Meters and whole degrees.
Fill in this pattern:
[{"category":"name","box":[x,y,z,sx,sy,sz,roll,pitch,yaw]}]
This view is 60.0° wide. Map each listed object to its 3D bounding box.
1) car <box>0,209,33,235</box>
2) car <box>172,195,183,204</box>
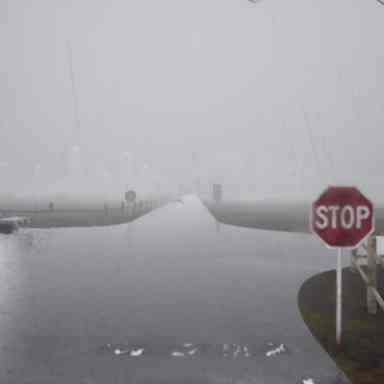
[{"category":"car","box":[-10.209,1.428,15.570,4.718,1.301,1.895,1,1,-1]},{"category":"car","box":[-2.600,1.346,61.111,1.837,1.490,4.892,0,0,0]}]
